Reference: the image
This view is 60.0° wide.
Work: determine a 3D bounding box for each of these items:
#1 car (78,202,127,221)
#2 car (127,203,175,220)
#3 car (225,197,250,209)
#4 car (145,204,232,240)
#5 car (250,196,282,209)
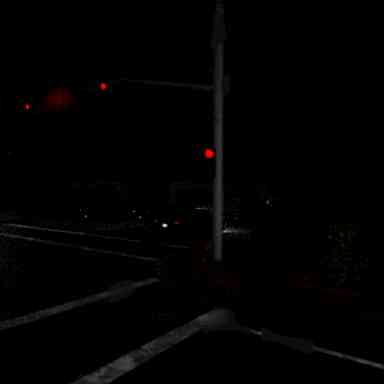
[{"bbox_3d":[-6.450,1.473,26.107,1.895,1.301,4.718,0,0,37],"label":"car"},{"bbox_3d":[-2.393,1.496,25.678,1.895,1.301,4.718,0,0,37],"label":"car"},{"bbox_3d":[5.990,1.402,42.613,1.812,1.442,4.674,0,0,37],"label":"car"},{"bbox_3d":[-0.043,1.503,16.844,1.994,1.385,4.181,0,0,36],"label":"car"},{"bbox_3d":[9.533,1.250,41.502,2.097,1.767,4.553,0,0,37],"label":"car"}]
